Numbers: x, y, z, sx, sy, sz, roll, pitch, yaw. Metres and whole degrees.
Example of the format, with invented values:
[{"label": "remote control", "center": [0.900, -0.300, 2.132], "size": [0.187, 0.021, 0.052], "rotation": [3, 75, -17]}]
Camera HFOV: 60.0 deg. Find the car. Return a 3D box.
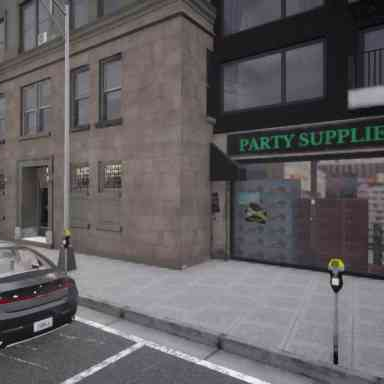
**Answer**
[{"label": "car", "center": [-3.788, 1.551, 5.746], "size": [4.403, 1.369, 2.008], "rotation": [0, 0, 35]}]
